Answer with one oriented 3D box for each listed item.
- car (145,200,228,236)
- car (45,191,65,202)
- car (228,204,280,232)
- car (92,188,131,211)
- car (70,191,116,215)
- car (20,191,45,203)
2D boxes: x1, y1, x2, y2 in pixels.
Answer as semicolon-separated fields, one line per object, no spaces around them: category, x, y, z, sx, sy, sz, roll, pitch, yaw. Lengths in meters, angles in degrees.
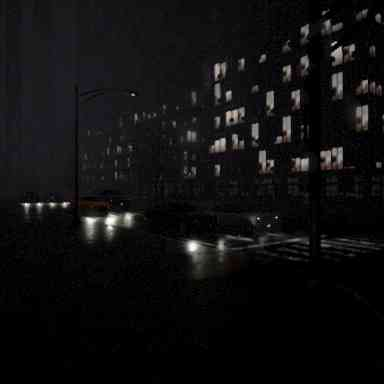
car;-0.643;1.234;17.337;1.882;1.535;5.008;0;1;-37
car;-19.472;0.626;46.815;1.882;1.535;5.008;0;1;-38
car;2.525;1.372;18.592;1.895;1.301;4.718;0;1;-39
car;-7.987;0.680;31.963;2.150;2.045;5.566;0;1;-38
car;-8.432;1.003;27.262;1.882;1.535;5.008;0;2;-38
car;-21.484;0.642;44.097;1.837;1.490;4.892;0;1;-38
